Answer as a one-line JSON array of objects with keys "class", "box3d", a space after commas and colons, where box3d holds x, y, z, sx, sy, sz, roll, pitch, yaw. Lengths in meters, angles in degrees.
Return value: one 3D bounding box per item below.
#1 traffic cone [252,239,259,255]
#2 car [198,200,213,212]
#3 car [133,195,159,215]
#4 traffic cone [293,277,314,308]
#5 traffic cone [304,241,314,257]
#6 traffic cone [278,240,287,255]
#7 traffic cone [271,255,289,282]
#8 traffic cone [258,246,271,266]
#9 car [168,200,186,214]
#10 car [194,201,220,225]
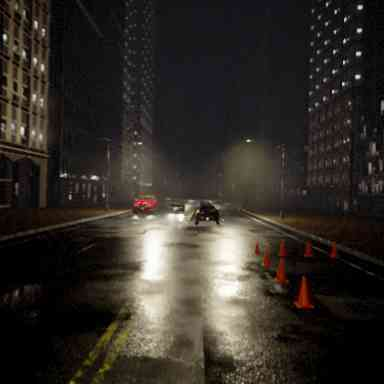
[{"class": "traffic cone", "box3d": [2.544, 2.138, 12.995, 0.340, 0.580, 0.340, 2, 0, 2]}, {"class": "car", "box3d": [1.927, 2.015, 48.890, 2.033, 1.411, 5.357, 2, 0, 2]}, {"class": "car", "box3d": [-5.114, 1.395, 37.583, 2.150, 2.045, 5.566, 2, -1, 2]}, {"class": "traffic cone", "box3d": [2.353, 2.082, 6.998, 0.340, 0.580, 0.340, 2, 0, 2]}, {"class": "traffic cone", "box3d": [4.542, 2.194, 12.931, 0.340, 0.580, 0.340, 2, 0, 2]}, {"class": "traffic cone", "box3d": [3.543, 2.166, 12.963, 0.340, 0.580, 0.340, 2, 0, 2]}, {"class": "traffic cone", "box3d": [2.416, 2.101, 8.997, 0.340, 0.580, 0.340, 2, 0, 2]}, {"class": "traffic cone", "box3d": [2.480, 2.119, 10.996, 0.340, 0.580, 0.340, 2, 0, 2]}, {"class": "car", "box3d": [-1.772, 1.783, 40.476, 2.128, 1.511, 4.902, 2, -1, 2]}, {"class": "car", "box3d": [1.236, 1.768, 27.092, 1.837, 1.490, 4.892, 2, -1, 2]}]
